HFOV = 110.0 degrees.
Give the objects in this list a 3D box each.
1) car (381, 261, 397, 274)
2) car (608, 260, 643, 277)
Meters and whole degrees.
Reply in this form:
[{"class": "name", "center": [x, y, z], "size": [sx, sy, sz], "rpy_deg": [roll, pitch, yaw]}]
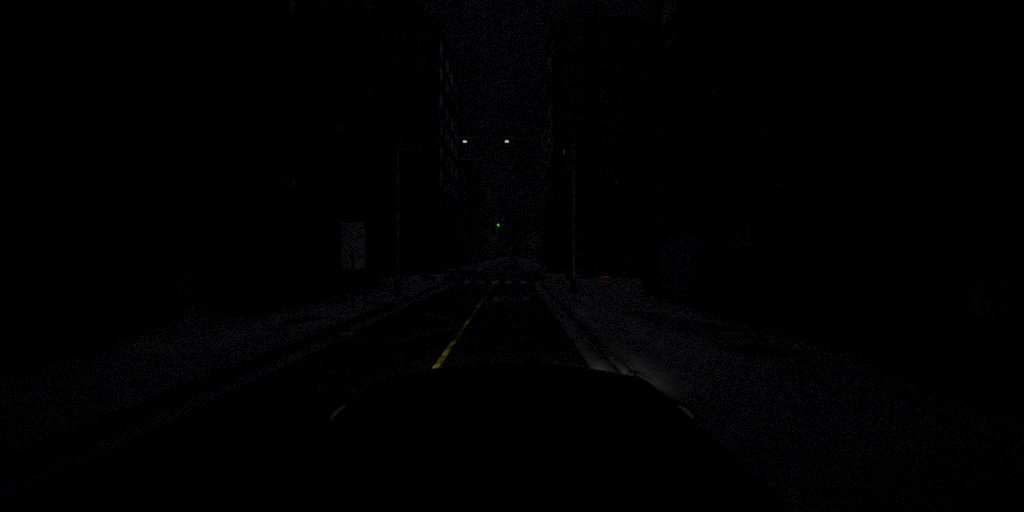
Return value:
[{"class": "car", "center": [-14.576, 1.204, 39.059], "size": [4.313, 1.339, 1.948], "rpy_deg": [0, 0, 0]}, {"class": "car", "center": [11.533, 1.167, 33.510], "size": [5.008, 1.535, 1.882], "rpy_deg": [0, 0, 0]}]
